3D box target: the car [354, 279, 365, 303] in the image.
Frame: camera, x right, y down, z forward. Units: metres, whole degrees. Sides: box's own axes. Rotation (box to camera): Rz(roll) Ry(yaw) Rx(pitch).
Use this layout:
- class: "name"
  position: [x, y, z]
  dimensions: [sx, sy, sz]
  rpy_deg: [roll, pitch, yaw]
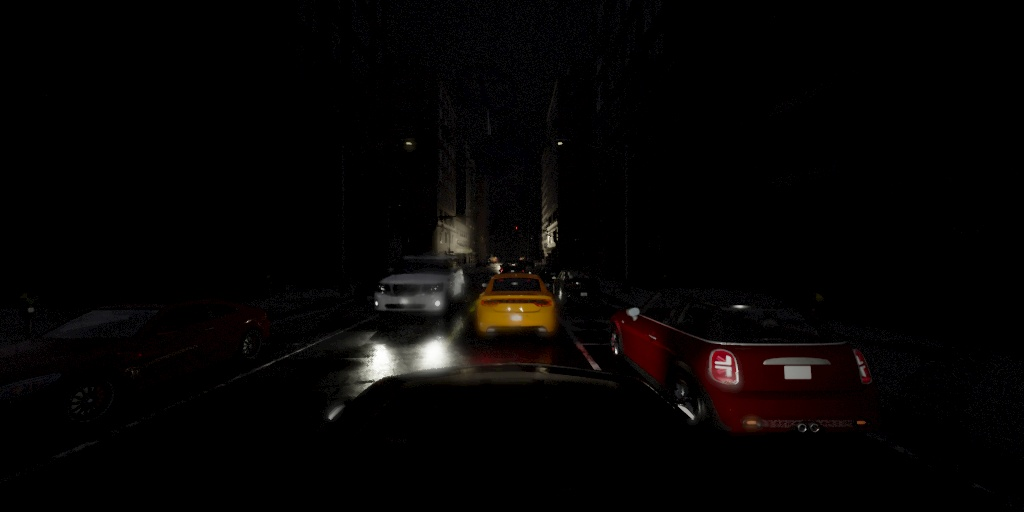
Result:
- class: "car"
  position: [-5.640, 1.315, 16.546]
  dimensions: [1.948, 1.339, 4.313]
  rpy_deg: [0, 0, 0]

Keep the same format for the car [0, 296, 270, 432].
- class: "car"
  position: [-5.661, 1.331, 5.543]
  dimensions: [1.802, 1.307, 4.207]
  rpy_deg: [0, 0, 0]

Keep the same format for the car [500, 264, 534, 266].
- class: "car"
  position: [0.135, 1.313, 19.403]
  dimensions: [1.994, 1.385, 4.181]
  rpy_deg: [0, 0, 0]

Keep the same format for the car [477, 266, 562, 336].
- class: "car"
  position: [0.114, 1.227, 10.414]
  dimensions: [1.882, 1.535, 5.008]
  rpy_deg: [0, 0, 0]

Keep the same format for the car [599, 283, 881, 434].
- class: "car"
  position: [2.864, 1.189, 5.526]
  dimensions: [1.967, 1.591, 4.097]
  rpy_deg: [0, 0, 0]

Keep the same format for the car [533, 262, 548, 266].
- class: "car"
  position: [2.906, 1.316, 27.532]
  dimensions: [1.948, 1.339, 4.313]
  rpy_deg: [0, 0, 0]

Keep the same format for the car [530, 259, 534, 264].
- class: "car"
  position: [3.012, 1.226, 64.621]
  dimensions: [1.967, 1.591, 4.097]
  rpy_deg: [0, 0, 0]

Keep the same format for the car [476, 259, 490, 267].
- class: "car"
  position: [-5.513, 1.368, 64.650]
  dimensions: [1.802, 1.307, 4.207]
  rpy_deg: [0, 0, 0]

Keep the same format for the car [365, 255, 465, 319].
- class: "car"
  position: [-3.077, 0.971, 13.174]
  dimensions: [2.150, 2.045, 5.566]
  rpy_deg: [0, 0, 1]

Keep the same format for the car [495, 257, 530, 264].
- class: "car"
  position: [0.080, 1.102, 28.135]
  dimensions: [2.097, 1.767, 4.553]
  rpy_deg: [0, 0, 1]

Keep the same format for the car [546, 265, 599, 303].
- class: "car"
  position: [2.885, 1.300, 16.529]
  dimensions: [2.007, 1.370, 4.403]
  rpy_deg: [0, 0, 0]
